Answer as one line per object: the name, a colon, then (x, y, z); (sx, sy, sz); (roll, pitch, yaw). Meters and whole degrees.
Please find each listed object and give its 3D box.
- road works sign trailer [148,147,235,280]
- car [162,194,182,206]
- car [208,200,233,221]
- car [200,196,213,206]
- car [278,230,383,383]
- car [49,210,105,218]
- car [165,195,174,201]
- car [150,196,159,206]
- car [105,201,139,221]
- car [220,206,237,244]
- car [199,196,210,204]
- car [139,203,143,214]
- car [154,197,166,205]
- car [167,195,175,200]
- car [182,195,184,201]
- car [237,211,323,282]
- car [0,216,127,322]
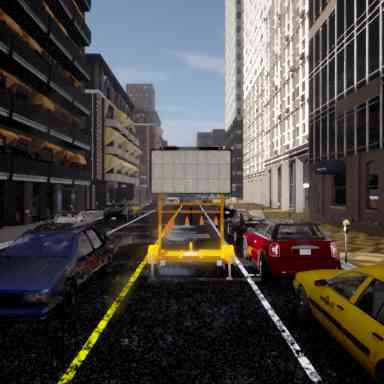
road works sign trailer: (-0.027, 0.464, 9.929); (2.380, 3.560, 2.880); (0, 0, 0)
car: (-3.148, 1.262, 53.792); (2.150, 2.045, 5.566); (0, 0, 0)
car: (2.617, 1.569, 26.724); (1.947, 1.339, 4.313); (0, 0, 0)
car: (2.538, 1.565, 54.966); (1.887, 1.381, 4.507); (0, 0, 0)
car: (2.678, 1.525, 4.300); (1.752, 1.417, 4.829); (0, 0, 0)
car: (-5.733, 1.551, 15.403); (2.008, 1.369, 4.403); (0, 0, 0)
car: (-5.936, 1.603, 88.834); (2.008, 1.369, 4.403); (0, 0, 0)
car: (-5.842, 1.460, 54.943); (1.967, 1.590, 4.097); (0, 0, 0)
car: (-5.765, 1.569, 26.700); (1.947, 1.339, 4.313); (0, 0, 0)
car: (2.647, 1.551, 15.427); (2.008, 1.369, 4.403); (0, 0, 0)
car: (2.506, 1.580, 66.263); (2.008, 1.369, 4.403); (0, 0, 0)
car: (-5.780, 1.531, 32.179); (1.752, 1.417, 4.829); (0, 0, 0)
car: (-5.858, 1.606, 60.591); (1.802, 1.307, 4.206); (0, 0, 0)
car: (-5.951, 1.610, 94.482); (2.008, 1.369, 4.403); (0, 0, 0)
car: (-3.248, 1.569, 89.922); (1.837, 1.490, 4.892); (0, 0, 0)
car: (2.663, 1.440, 9.777); (1.967, 1.590, 4.097); (0, 0, 0)
car: (-3.120, 1.547, 7.709); (2.033, 1.411, 5.357); (0, 0, 0)
